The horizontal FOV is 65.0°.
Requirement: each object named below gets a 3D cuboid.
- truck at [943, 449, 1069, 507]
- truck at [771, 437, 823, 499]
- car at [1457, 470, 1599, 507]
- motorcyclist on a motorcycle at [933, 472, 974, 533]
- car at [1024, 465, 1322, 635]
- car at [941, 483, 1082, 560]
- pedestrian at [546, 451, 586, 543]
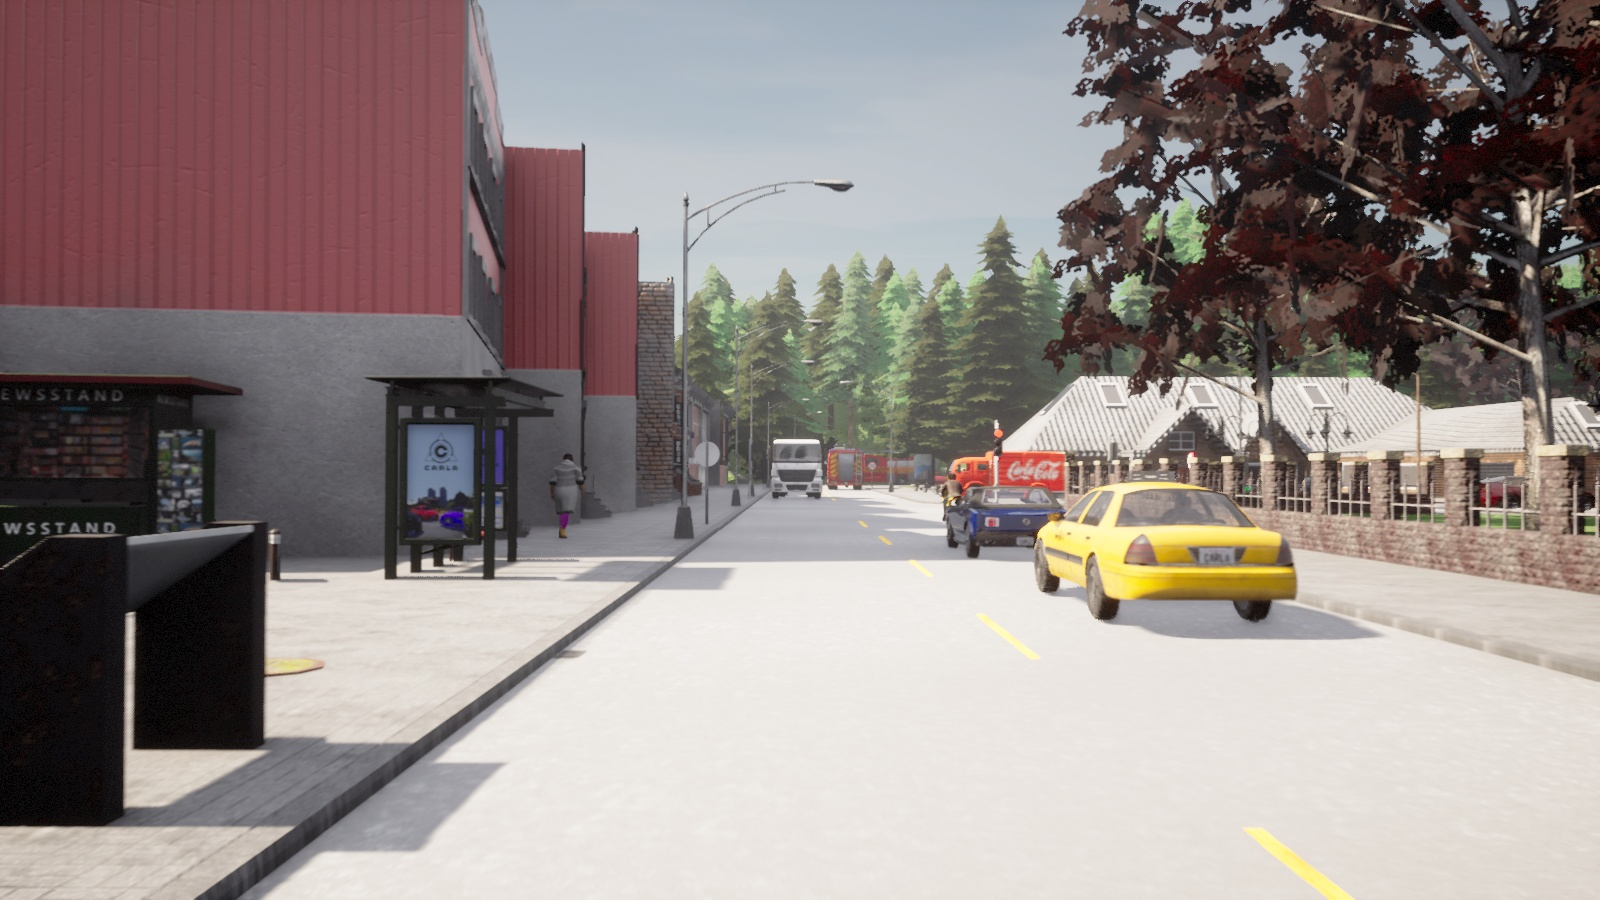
[{"bbox_3d":[9.039,1.221,55.522,5.204,2.467,2.627,0,-1,2],"label":"truck"},{"bbox_3d":[-0.184,1.075,74.163,2.891,3.462,7.936,0,-1,0],"label":"truck"},{"bbox_3d":[29.849,1.555,51.382,4.792,1.488,2.163,0,-1,-2],"label":"car"},{"bbox_3d":[3.919,1.320,32.179,0.797,1.523,2.044,0,-1,0],"label":"motorcyclist on a motorcycle"},{"bbox_3d":[3.964,0.979,14.414,1.801,1.575,5.366,0,-1,0],"label":"car"},{"bbox_3d":[3.942,1.304,24.187,1.895,1.301,4.718,0,-1,0],"label":"car"},{"bbox_3d":[-5.039,0.998,27.072,0.659,1.952,0.873,0,-1,4],"label":"pedestrian"}]
